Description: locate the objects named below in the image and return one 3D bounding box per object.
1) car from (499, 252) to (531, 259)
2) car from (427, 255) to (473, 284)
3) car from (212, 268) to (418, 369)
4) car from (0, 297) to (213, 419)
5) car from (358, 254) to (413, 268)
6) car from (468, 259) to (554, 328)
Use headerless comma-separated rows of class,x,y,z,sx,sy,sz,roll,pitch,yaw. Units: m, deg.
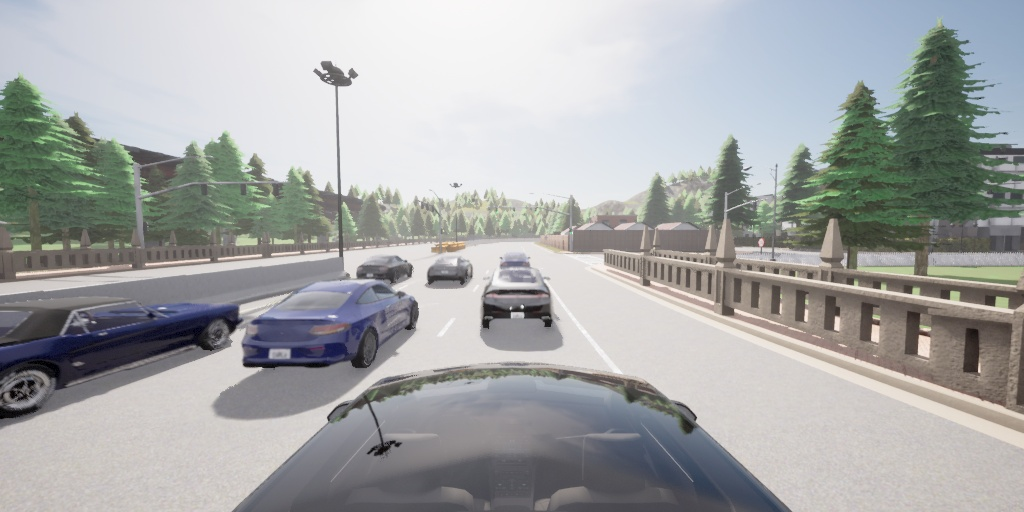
car,0.186,0.468,22.331,1.812,1.442,4.674,0,3,0
car,-3.324,0.650,19.786,1.994,1.385,4.181,0,3,0
car,-3.375,1.193,7.517,1.812,1.442,4.674,0,2,0
car,-6.885,1.310,5.772,1.895,1.301,4.718,0,1,0
car,-6.824,0.626,19.537,1.812,1.442,4.674,0,3,0
car,0.137,1.057,10.682,2.128,1.511,4.902,0,2,0
